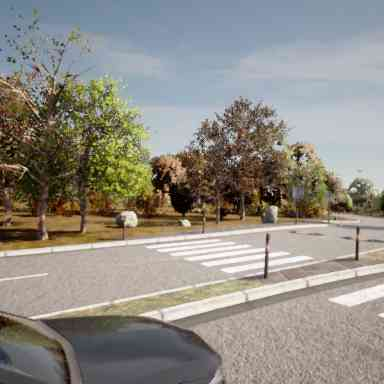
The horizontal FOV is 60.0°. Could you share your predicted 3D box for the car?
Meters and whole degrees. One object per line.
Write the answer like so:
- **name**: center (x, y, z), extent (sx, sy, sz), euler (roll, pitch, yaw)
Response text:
- **car**: center (-1.826, 1.525, 2.128), extent (4.674, 1.442, 1.812), euler (0, 0, -35)
